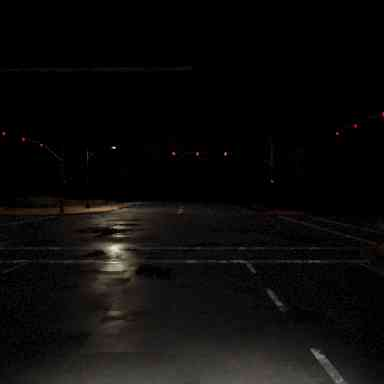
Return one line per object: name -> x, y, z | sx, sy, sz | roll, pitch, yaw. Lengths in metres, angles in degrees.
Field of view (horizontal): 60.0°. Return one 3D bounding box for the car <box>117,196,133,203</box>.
car -> -14.648, 1.591, 72.494 | 1.895, 1.301, 4.718 | 0, 0, -35
